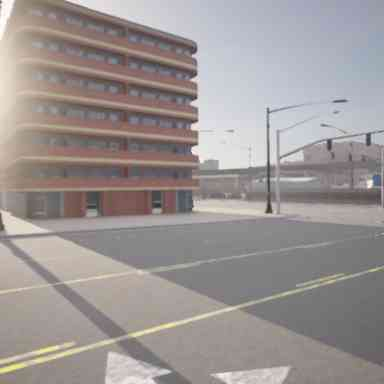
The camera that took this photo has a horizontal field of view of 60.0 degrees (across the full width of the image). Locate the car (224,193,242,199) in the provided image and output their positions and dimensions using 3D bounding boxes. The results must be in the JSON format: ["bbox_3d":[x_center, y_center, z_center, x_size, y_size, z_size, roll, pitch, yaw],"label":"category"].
[{"bbox_3d":[10.974,0.976,84.936,3.806,1.475,1.970,-1,1,-35],"label":"car"}]

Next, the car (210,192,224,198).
[{"bbox_3d":[7.000,0.828,89.155,4.611,1.667,2.242,-1,1,-35],"label":"car"}]
